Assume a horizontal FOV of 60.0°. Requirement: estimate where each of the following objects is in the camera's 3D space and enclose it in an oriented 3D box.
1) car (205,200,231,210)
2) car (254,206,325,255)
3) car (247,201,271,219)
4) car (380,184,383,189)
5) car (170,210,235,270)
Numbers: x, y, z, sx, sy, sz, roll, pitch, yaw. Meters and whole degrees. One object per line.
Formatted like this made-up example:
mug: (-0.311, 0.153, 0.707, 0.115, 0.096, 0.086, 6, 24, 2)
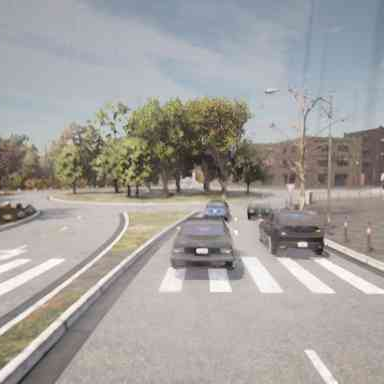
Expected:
car: (2.015, 1.365, 26.257, 2.033, 1.411, 5.357, 1, 2, 8)
car: (3.840, 1.507, 13.427, 1.837, 1.490, 4.892, 0, 0, 4)
car: (5.464, 1.410, 27.142, 1.895, 1.301, 4.718, 1, 2, 10)
car: (43.385, -1.545, 72.503, 2.185, 1.767, 4.553, -1, 4, -11)
car: (0.400, 1.541, 10.963, 2.033, 1.411, 5.357, 0, 0, 3)
